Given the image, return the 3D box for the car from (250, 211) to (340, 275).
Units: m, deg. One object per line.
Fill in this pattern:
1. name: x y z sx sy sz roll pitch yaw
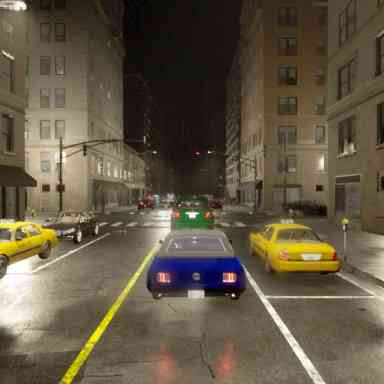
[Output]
1. car: 2.867 1.526 10.297 1.752 1.417 4.829 0 0 0

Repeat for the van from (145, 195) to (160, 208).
1. van: -5.622 1.357 47.936 1.690 1.788 3.998 0 0 0

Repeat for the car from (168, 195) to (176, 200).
1. car: -5.577 1.592 91.947 2.008 1.369 4.403 0 0 0

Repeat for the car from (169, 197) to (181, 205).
1. car: -3.012 1.624 60.046 1.895 1.301 4.718 0 0 0

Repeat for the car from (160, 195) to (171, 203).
1. car: -5.599 1.468 69.942 1.967 1.590 4.097 0 0 0

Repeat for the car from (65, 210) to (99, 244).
1. car: -5.653 1.552 15.661 2.008 1.369 4.403 0 0 0

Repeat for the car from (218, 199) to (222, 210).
1. car: 2.899 1.558 42.426 1.887 1.381 4.507 0 0 0

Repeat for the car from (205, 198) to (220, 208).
1. car: 2.904 1.582 47.927 1.947 1.339 4.313 0 0 0

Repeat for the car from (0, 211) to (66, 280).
1. car: -5.659 1.526 9.966 1.752 1.417 4.829 0 0 0

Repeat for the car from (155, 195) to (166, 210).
1. car: -3.056 1.505 41.940 2.128 1.511 4.902 0 0 0

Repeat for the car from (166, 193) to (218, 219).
1. car: 0.018 1.224 18.125 2.150 2.045 5.566 0 0 0

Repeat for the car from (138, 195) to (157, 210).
1. car: -5.627 1.328 42.435 2.192 1.841 5.009 0 0 0

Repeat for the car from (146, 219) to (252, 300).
1. car: 0.091 1.601 8.358 1.895 1.301 4.718 0 0 0

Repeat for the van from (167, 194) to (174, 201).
1. van: -5.583 1.378 86.447 1.690 1.788 3.998 0 0 0

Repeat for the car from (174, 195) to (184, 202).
1. car: -2.925 1.499 75.158 1.882 1.535 5.008 0 0 0

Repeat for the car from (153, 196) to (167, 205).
1. car: -5.611 1.462 58.939 1.967 1.590 4.097 0 0 0

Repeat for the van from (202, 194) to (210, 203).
1. van: 2.926 1.369 69.933 1.690 1.788 3.998 0 0 0

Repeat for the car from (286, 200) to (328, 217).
1. car: 10.188 1.456 27.900 4.902 1.511 2.128 0 0 5

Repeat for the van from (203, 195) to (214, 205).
1. van: 2.915 1.363 58.930 1.690 1.788 3.998 0 0 0
